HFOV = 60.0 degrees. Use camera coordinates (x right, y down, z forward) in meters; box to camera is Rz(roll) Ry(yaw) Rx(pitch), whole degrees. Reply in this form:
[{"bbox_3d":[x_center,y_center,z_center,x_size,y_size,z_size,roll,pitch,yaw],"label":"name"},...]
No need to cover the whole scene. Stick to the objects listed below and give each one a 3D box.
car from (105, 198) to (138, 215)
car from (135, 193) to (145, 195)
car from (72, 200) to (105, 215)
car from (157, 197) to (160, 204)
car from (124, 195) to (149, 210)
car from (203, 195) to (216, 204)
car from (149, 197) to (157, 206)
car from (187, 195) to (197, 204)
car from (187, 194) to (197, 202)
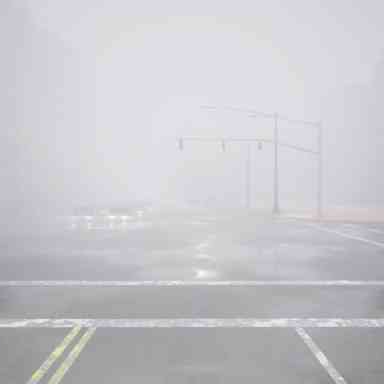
[{"bbox_3d":[-7.107,1.564,33.975,1.994,1.385,4.181,0,0,0],"label":"car"},{"bbox_3d":[-10.553,1.225,66.394,2.150,2.045,5.566,0,0,0],"label":"car"},{"bbox_3d":[-10.608,1.526,34.006,1.812,1.442,4.674,0,0,0],"label":"car"},{"bbox_3d":[-7.082,1.563,62.463,1.994,1.385,4.181,0,0,1],"label":"car"},{"bbox_3d":[-7.106,1.526,42.720,1.812,1.442,4.674,0,0,0],"label":"car"},{"bbox_3d":[3.473,1.505,63.282,1.837,1.490,4.892,0,0,0],"label":"car"},{"bbox_3d":[-7.109,1.564,52.663,1.994,1.385,4.181,0,0,0],"label":"car"},{"bbox_3d":[0.071,1.490,64.558,2.128,1.511,4.902,0,0,0],"label":"car"},{"bbox_3d":[-0.030,1.355,74.736,2.097,1.767,4.553,0,0,0],"label":"car"}]
